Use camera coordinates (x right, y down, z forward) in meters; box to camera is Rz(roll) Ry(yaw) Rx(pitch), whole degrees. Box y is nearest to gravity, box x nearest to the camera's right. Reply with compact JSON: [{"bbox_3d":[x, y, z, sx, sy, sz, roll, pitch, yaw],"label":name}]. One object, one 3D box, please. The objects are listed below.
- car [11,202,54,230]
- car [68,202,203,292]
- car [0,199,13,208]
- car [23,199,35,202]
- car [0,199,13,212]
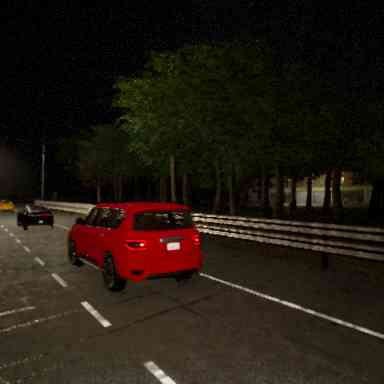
[{"bbox_3d":[-10.883,1.695,23.014,2.128,1.511,4.902,0,-1,-34],"label":"car"},{"bbox_3d":[-1.899,1.312,9.574,2.150,2.045,5.566,0,-1,-34],"label":"car"},{"bbox_3d":[-34.106,2.072,60.776,1.837,1.490,4.892,0,-1,-23],"label":"car"},{"bbox_3d":[-40.112,2.311,82.851,1.895,1.301,4.718,0,0,-6],"label":"car"},{"bbox_3d":[-24.309,1.866,43.109,1.882,1.535,5.008,0,-1,-34],"label":"car"}]
